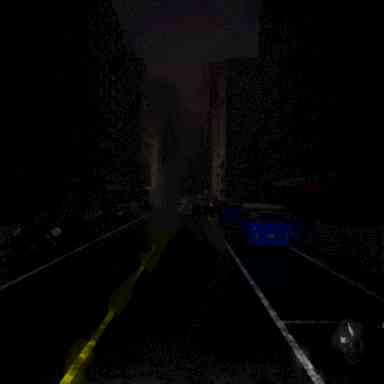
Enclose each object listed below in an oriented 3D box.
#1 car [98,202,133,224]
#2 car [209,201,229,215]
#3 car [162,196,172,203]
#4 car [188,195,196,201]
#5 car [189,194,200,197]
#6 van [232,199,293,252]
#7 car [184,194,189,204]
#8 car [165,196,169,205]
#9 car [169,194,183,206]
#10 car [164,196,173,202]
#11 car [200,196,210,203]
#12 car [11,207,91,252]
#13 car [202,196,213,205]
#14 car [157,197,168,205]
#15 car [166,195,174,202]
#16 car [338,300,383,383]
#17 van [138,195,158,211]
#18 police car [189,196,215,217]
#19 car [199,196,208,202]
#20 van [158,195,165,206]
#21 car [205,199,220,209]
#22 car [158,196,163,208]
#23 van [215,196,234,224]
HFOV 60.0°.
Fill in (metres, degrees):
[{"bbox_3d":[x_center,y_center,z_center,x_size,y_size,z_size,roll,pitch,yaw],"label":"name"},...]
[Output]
[{"bbox_3d":[-5.654,1.481,24.807,1.967,1.590,4.097,0,0,0],"label":"car"},{"bbox_3d":[2.878,1.640,35.804,1.802,1.307,4.206,0,0,0],"label":"car"},{"bbox_3d":[-5.624,1.696,74.319,1.947,1.339,4.313,0,0,0],"label":"car"},{"bbox_3d":[0.050,1.560,83.350,1.994,1.385,4.181,0,0,0],"label":"car"},{"bbox_3d":[0.929,1.431,48.452,2.097,1.767,4.553,0,0,0],"label":"car"},{"bbox_3d":[2.864,1.364,13.799,1.690,1.788,3.998,0,0,0],"label":"van"},{"bbox_3d":[0.041,1.432,68.427,2.097,1.767,4.553,0,0,0],"label":"car"},{"bbox_3d":[-5.634,1.664,57.815,1.947,1.339,4.313,0,0,0],"label":"car"},{"bbox_3d":[-3.010,1.603,59.035,1.837,1.490,4.892,0,0,1],"label":"car"},{"bbox_3d":[-5.621,1.724,79.820,1.802,1.307,4.206,0,0,0],"label":"car"},{"bbox_3d":[2.901,1.681,74.314,2.008,1.369,4.403,0,0,0],"label":"car"},{"bbox_3d":[-5.661,1.464,13.804,1.967,1.590,4.097,0,0,0],"label":"car"},{"bbox_3d":[2.894,1.548,63.311,1.967,1.590,4.097,0,0,0],"label":"car"},{"bbox_3d":[-5.631,1.690,63.316,1.802,1.307,4.206,0,0,0],"label":"car"},{"bbox_3d":[-5.618,1.594,85.322,1.967,1.590,4.097,0,0,0],"label":"car"},{"bbox_3d":[2.858,1.571,2.796,1.947,1.339,4.313,0,0,0],"label":"car"},{"bbox_3d":[-5.645,1.409,41.312,1.690,1.788,3.998,0,0,0],"label":"van"},{"bbox_3d":[0.920,1.479,32.591,1.930,1.638,5.238,0,0,0],"label":"police car"},{"bbox_3d":[2.907,1.719,85.316,1.947,1.339,4.313,0,0,0],"label":"car"},{"bbox_3d":[-5.638,1.429,52.314,1.690,1.788,3.998,0,0,0],"label":"van"},{"bbox_3d":[2.885,1.659,46.807,1.802,1.307,4.206,0,0,0],"label":"car"},{"bbox_3d":[-5.641,1.629,46.812,2.008,1.369,4.403,0,0,0],"label":"car"},{"bbox_3d":[2.871,1.382,24.802,1.690,1.788,3.998,0,0,0],"label":"van"}]
